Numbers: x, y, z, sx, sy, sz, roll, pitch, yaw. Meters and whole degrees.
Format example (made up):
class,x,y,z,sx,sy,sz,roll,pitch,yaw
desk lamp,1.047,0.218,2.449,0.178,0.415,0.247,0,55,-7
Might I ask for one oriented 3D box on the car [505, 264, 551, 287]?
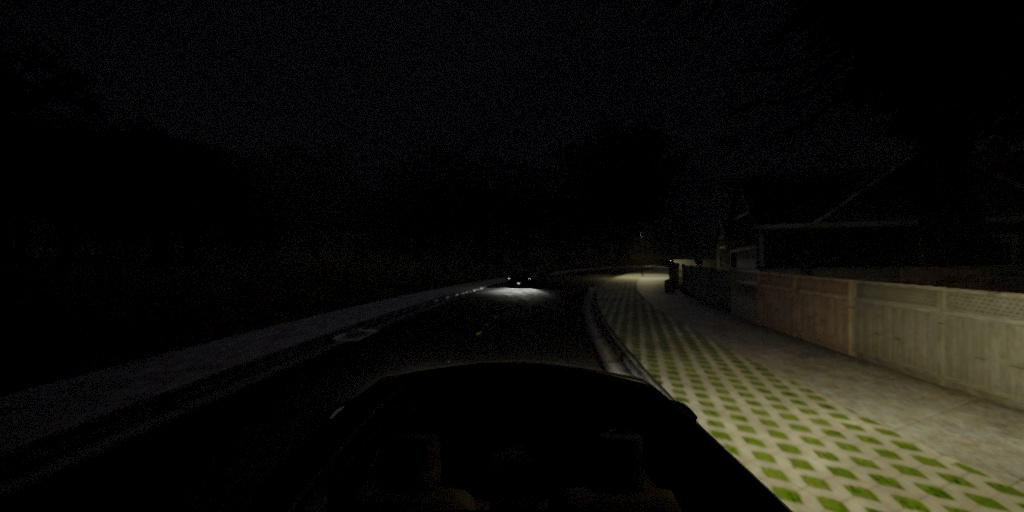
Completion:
class,x,y,z,sx,sy,sz,roll,pitch,yaw
car,1.260,1.269,24.284,2.033,1.411,5.357,0,0,19

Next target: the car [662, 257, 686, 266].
class,x,y,z,sx,sy,sz,roll,pitch,yaw
car,26.468,0.892,58.619,5.008,1.535,1.882,-1,-1,-37
